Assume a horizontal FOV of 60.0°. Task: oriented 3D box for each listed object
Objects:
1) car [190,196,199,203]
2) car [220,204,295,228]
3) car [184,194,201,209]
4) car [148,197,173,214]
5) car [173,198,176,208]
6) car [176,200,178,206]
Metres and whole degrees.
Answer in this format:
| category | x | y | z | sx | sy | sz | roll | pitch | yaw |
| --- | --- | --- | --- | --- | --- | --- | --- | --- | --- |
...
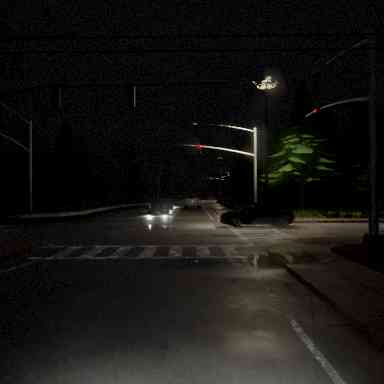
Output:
| category | x | y | z | sx | sy | sz | roll | pitch | yaw |
| --- | --- | --- | --- | --- | --- | --- | --- | --- | --- |
| car | 0.537 | 1.656 | 72.588 | 1.882 | 1.535 | 5.008 | 0 | 0 | 2 |
| car | 4.326 | 1.563 | 22.168 | 4.892 | 1.490 | 1.837 | 0 | 0 | 1 |
| car | 0.075 | 1.343 | 48.211 | 2.150 | 2.045 | 5.566 | 0 | 0 | 0 |
| car | -3.613 | 1.464 | 36.691 | 2.097 | 1.767 | 4.553 | 0 | 0 | 0 |
| car | -3.599 | 1.641 | 46.562 | 1.837 | 1.490 | 4.892 | 0 | 0 | 0 |
| car | -3.509 | 1.724 | 56.641 | 1.994 | 1.385 | 4.181 | 0 | 0 | 1 |
